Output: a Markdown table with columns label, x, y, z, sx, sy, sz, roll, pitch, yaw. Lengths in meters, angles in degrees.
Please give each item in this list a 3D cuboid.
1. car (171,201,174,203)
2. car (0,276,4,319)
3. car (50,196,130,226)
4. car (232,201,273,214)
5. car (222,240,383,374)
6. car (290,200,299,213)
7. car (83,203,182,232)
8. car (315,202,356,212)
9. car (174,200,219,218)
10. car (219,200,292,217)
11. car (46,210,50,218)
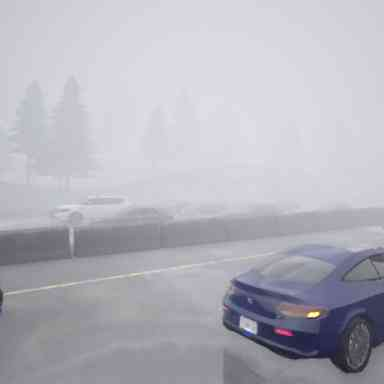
| label | x | y | z | sx | sy | sz | roll | pitch | yaw |
| --- | --- | --- | --- | --- | --- | --- | --- | --- | --- |
| car | -1.355 | 1.596 | 32.897 | 5.008 | 1.535 | 1.882 | 0 | 0 | -35 |
| car | -5.279 | 1.472 | 4.281 | 5.008 | 1.535 | 1.882 | 1 | 0 | -35 |
| car | -7.094 | 1.294 | 24.592 | 5.566 | 2.045 | 2.150 | 0 | 0 | -35 |
| car | 7.063 | 1.714 | 38.801 | 4.718 | 1.301 | 1.895 | 0 | 0 | -35 |
| car | 2.605 | 1.554 | 5.606 | 4.674 | 1.442 | 1.812 | 0 | 0 | -35 |
| car | 9.620 | 1.598 | 36.320 | 4.902 | 1.511 | 2.128 | 0 | 0 | -35 |
| car | -3.249 | 1.566 | 18.738 | 4.892 | 1.490 | 1.837 | 0 | 0 | -35 |
| car | 13.122 | 1.624 | 30.226 | 4.674 | 1.442 | 1.812 | 0 | 0 | -35 |
| car | 1.185 | 1.607 | 30.403 | 4.902 | 1.511 | 2.128 | 0 | 0 | -35 |
| car | 4.697 | 1.581 | 24.317 | 5.008 | 1.535 | 1.882 | 0 | 0 | -35 |
| car | -9.329 | 1.677 | 27.299 | 4.718 | 1.301 | 1.895 | 0 | 0 | -35 |
